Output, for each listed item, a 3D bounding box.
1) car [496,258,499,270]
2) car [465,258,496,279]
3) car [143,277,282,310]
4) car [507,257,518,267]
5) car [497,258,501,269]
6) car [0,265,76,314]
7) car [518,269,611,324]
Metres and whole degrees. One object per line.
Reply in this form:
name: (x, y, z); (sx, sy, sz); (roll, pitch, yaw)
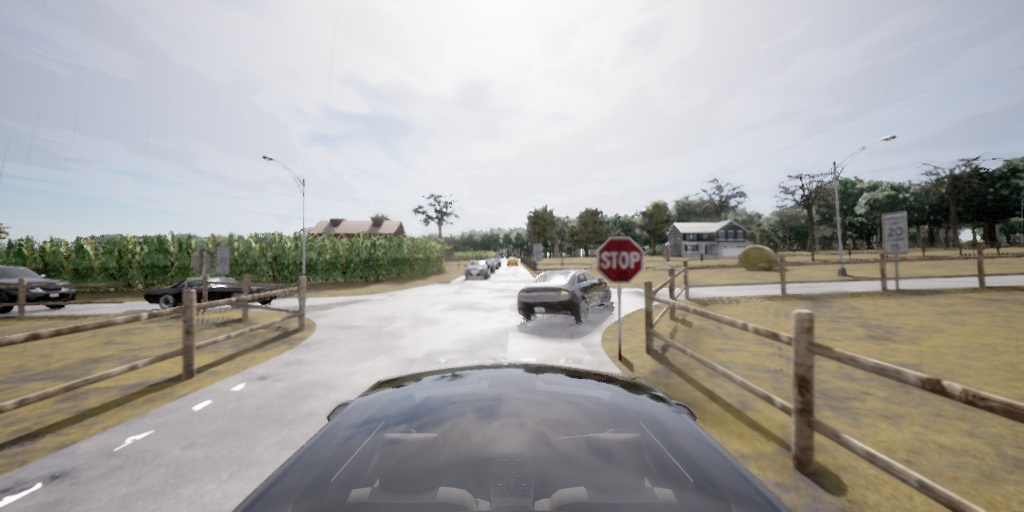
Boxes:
car: (-2.839, 1.231, 40.131); (1.895, 1.301, 4.718); (0, 0, 0)
car: (-2.888, 1.153, 30.936); (2.128, 1.511, 4.902); (0, 0, 1)
car: (-12.746, 1.570, 15.534); (4.718, 1.301, 1.895); (-1, -2, 0)
car: (0.106, 1.034, 62.979); (1.882, 1.535, 5.008); (0, 0, 0)
car: (-2.832, 1.125, 49.320); (1.812, 1.442, 4.674); (0, 0, 0)
car: (-22.607, 1.406, 15.549); (5.566, 2.045, 2.150); (-1, -2, 0)
car: (1.881, 1.181, 11.894); (2.128, 1.511, 4.902); (-5, 0, 28)
